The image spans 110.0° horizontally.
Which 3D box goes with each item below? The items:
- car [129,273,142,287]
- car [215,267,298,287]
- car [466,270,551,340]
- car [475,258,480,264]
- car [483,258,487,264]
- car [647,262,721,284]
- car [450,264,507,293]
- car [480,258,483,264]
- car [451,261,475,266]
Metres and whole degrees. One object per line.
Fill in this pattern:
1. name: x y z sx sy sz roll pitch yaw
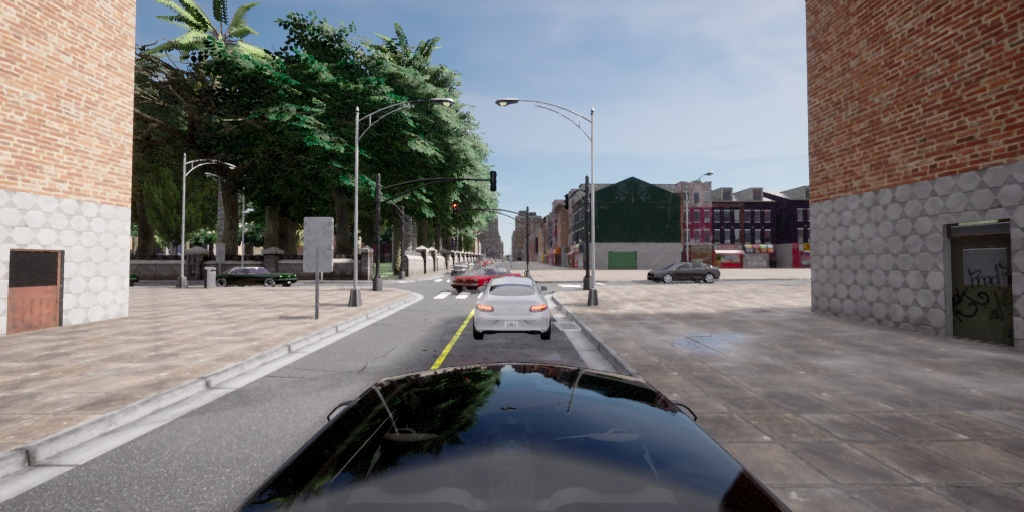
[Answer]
1. car: -26.318 1.335 22.411 4.718 1.301 1.895 0 -1 0
2. car: -16.158 1.341 22.474 4.718 1.301 1.895 0 -1 0
3. car: 0.017 1.279 9.894 1.812 1.442 4.674 0 0 1
4. car: -5.611 1.344 46.053 2.007 1.370 4.403 0 0 -1
5. car: -5.763 1.416 62.402 1.802 1.307 4.207 0 0 -1
6. car: 12.199 1.190 25.610 4.892 1.490 1.837 -1 -1 0
7. car: -1.402 1.313 20.256 1.895 1.301 4.718 0 1 29
8. car: -5.662 1.370 51.503 1.948 1.339 4.313 0 0 -1
9. car: -5.572 1.332 38.917 2.007 1.370 4.403 0 0 -1
